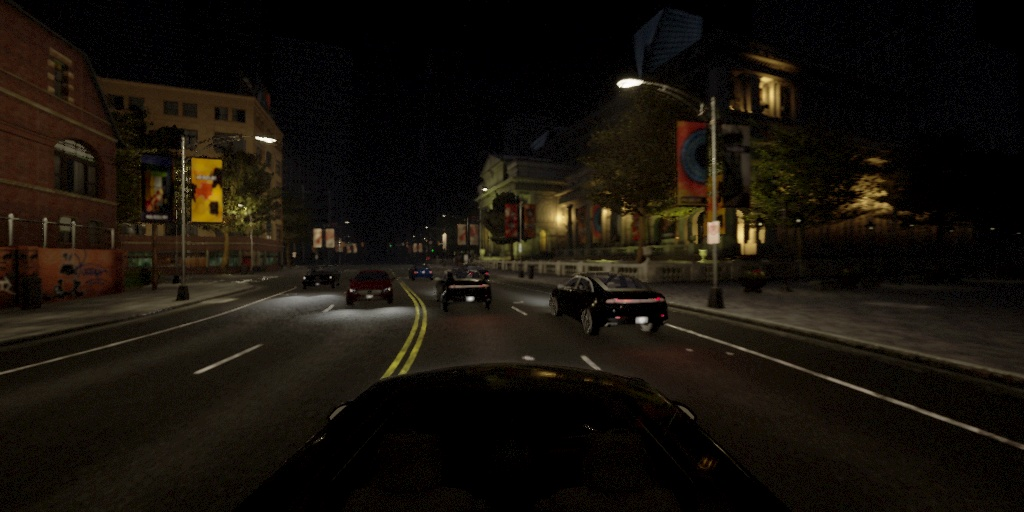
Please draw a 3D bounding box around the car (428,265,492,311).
[{"bbox_3d":[-2.131,1.293,14.893,2.128,1.511,4.902,0,0,-16],"label":"car"}]

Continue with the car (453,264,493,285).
[{"bbox_3d":[-3.287,1.394,29.151,2.033,1.411,5.357,0,0,-20],"label":"car"}]

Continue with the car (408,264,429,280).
[{"bbox_3d":[-8.444,1.448,33.033,2.033,1.411,5.357,0,0,-20],"label":"car"}]

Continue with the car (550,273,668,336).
[{"bbox_3d":[2.512,1.241,10.459,2.128,1.511,4.902,0,0,-10],"label":"car"}]

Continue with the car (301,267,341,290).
[{"bbox_3d":[-12.732,1.429,24.141,1.895,1.301,4.718,0,0,-20],"label":"car"}]

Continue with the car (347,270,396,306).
[{"bbox_3d":[-6.418,1.368,16.569,1.812,1.442,4.674,0,0,-18],"label":"car"}]
